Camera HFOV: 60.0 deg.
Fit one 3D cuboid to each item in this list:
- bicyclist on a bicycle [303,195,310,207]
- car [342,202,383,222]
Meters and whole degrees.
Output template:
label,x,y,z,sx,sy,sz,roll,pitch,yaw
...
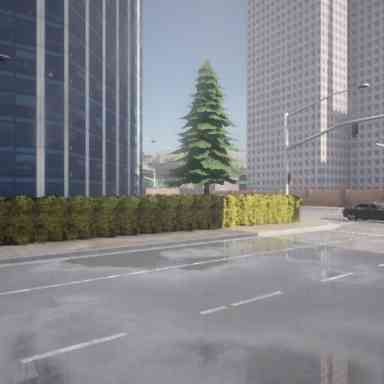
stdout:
label,x,y,z,sx,sy,sz,roll,pitch,yaw
bicyclist on a bicycle,16.302,1.301,47.409,1.656,1.620,0.582,0,0,-35
car,13.588,1.507,24.424,1.837,1.490,4.892,0,-1,-35
